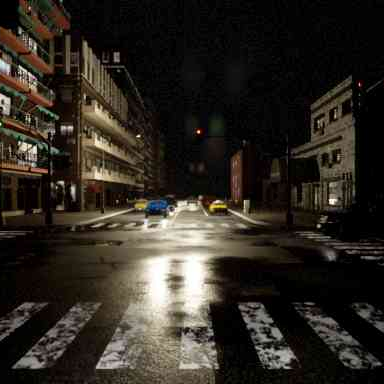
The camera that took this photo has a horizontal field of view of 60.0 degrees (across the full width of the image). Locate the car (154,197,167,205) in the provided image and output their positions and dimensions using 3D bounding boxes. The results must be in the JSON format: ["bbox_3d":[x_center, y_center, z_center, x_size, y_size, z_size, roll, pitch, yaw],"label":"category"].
[{"bbox_3d":[-5.751,1.603,61.488,2.008,1.369,4.403,0,0,0],"label":"car"}]

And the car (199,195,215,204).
[{"bbox_3d":[2.642,1.351,50.420,2.192,1.841,5.009,0,0,0],"label":"car"}]

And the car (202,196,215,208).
[{"bbox_3d":[2.647,1.611,44.880,1.802,1.307,4.206,0,0,0],"label":"car"}]

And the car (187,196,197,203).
[{"bbox_3d":[-0.026,1.612,70.617,2.033,1.411,5.357,0,0,0],"label":"car"}]

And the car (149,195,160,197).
[{"bbox_3d":[-5.739,1.351,50.410,2.192,1.841,5.009,0,0,0],"label":"car"}]

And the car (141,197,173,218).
[{"bbox_3d":[-3.131,1.493,30.662,1.882,1.535,5.008,0,0,0],"label":"car"}]

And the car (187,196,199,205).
[{"bbox_3d":[0.036,1.651,60.408,1.895,1.301,4.718,0,0,0],"label":"car"}]

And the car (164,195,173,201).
[{"bbox_3d":[-5.774,1.534,83.645,1.967,1.590,4.097,0,0,0],"label":"car"}]

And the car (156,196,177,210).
[{"bbox_3d":[-3.123,1.550,39.940,1.812,1.442,4.674,0,0,0],"label":"car"}]

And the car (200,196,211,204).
[{"bbox_3d":[2.624,1.612,67.037,2.008,1.369,4.403,0,0,0],"label":"car"}]

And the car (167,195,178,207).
[{"bbox_3d":[-3.126,1.540,50.008,1.837,1.490,4.892,0,0,0],"label":"car"}]

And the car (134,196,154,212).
[{"bbox_3d":[-5.728,1.549,39.161,1.752,1.417,4.829,0,0,0],"label":"car"}]

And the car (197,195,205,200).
[{"bbox_3d":[2.594,1.669,94.733,2.008,1.369,4.403,0,0,0],"label":"car"}]

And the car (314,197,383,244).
[{"bbox_3d":[8.759,1.263,15.692,5.566,2.045,2.150,0,0,0],"label":"car"}]

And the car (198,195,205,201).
[{"bbox_3d":[2.600,1.631,89.364,1.752,1.417,4.829,0,0,0],"label":"car"}]

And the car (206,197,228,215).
[{"bbox_3d":[2.658,1.544,33.972,1.752,1.417,4.829,0,0,0],"label":"car"}]

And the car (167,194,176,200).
[{"bbox_3d":[-5.785,1.434,94.725,2.192,1.841,5.009,0,0,0],"label":"car"}]
